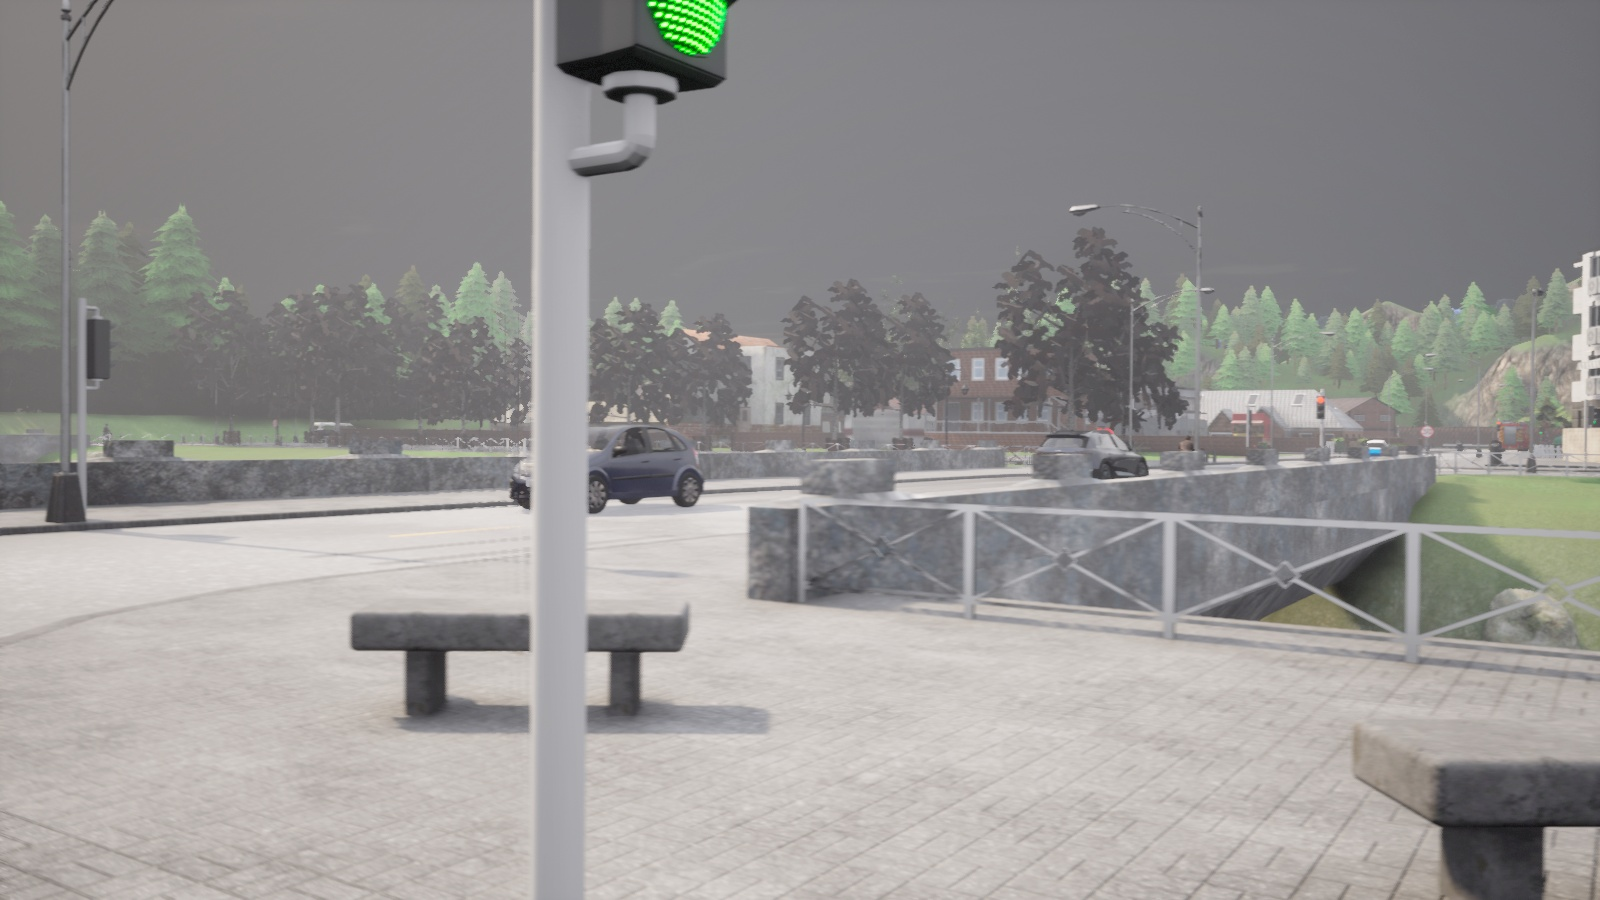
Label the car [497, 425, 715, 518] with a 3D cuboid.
[{"bbox_3d":[-3.574,0.337,23.800,1.851,1.617,3.988,0,1,34],"label":"car"}]

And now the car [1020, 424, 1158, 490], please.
[{"bbox_3d":[7.864,0.129,33.797,2.033,1.649,4.856,0,1,34],"label":"car"}]

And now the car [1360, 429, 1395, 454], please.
[{"bbox_3d":[32.678,-0.479,71.049,1.481,1.376,2.207,0,1,32],"label":"car"}]
